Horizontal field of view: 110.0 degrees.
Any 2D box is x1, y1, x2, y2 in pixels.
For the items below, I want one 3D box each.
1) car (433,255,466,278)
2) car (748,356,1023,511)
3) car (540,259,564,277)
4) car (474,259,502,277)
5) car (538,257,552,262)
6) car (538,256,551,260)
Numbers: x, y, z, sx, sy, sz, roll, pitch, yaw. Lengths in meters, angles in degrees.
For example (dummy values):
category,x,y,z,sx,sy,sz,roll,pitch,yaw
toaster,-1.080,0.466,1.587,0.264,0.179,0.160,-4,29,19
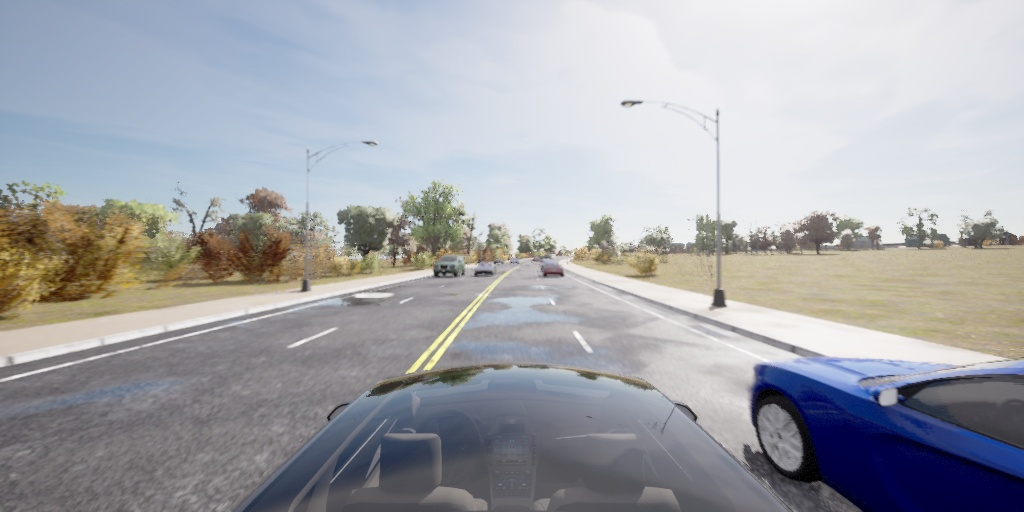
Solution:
category,x,y,z,sx,sy,sz,roll,pitch,yaw
car,-5.837,0.952,34.095,2.150,2.045,5.566,0,0,3
car,3.361,1.235,1.668,1.882,1.535,5.008,0,0,0
car,4.058,1.304,35.705,1.994,1.385,4.181,0,0,3
car,-2.530,1.278,35.617,2.033,1.411,5.357,0,0,3
car,4.669,1.245,46.613,1.812,1.442,4.674,0,0,4
car,5.464,1.149,57.701,1.801,1.575,5.366,0,0,5
